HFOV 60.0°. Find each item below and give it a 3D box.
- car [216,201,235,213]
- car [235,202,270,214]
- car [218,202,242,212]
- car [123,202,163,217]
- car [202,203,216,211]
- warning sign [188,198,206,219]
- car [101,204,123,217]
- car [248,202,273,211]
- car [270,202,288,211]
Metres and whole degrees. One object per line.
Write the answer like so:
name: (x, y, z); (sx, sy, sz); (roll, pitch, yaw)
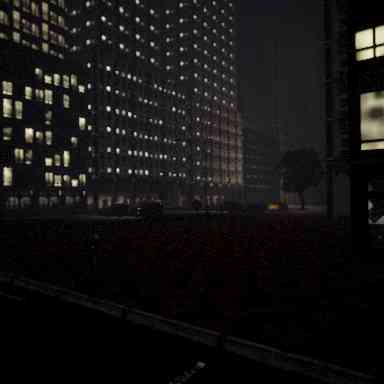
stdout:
car: (6.000, 2.178, 49.656); (2.097, 1.767, 4.553); (-1, -2, 37)
car: (8.743, 2.330, 47.900); (2.033, 1.411, 5.357); (-1, -2, 37)
car: (6.391, 2.503, 55.745); (1.812, 1.442, 4.674); (-1, -2, 36)
car: (-5.518, 1.988, 39.740); (2.097, 1.767, 4.553); (-1, -2, 36)
car: (3.756, 2.611, 57.646); (1.895, 1.301, 4.718); (-1, -2, 36)
warning sign: (0.489, 1.571, 31.947); (1.300, 1.860, 1.060); (0, 0, 36)
car: (-8.882, 2.188, 40.652); (1.812, 1.442, 4.674); (-1, -2, 36)
car: (11.973, 2.538, 57.845); (2.033, 1.411, 5.357); (-1, -2, 36)
car: (14.590, 2.421, 55.920); (1.882, 1.535, 5.008); (-1, -2, 36)
